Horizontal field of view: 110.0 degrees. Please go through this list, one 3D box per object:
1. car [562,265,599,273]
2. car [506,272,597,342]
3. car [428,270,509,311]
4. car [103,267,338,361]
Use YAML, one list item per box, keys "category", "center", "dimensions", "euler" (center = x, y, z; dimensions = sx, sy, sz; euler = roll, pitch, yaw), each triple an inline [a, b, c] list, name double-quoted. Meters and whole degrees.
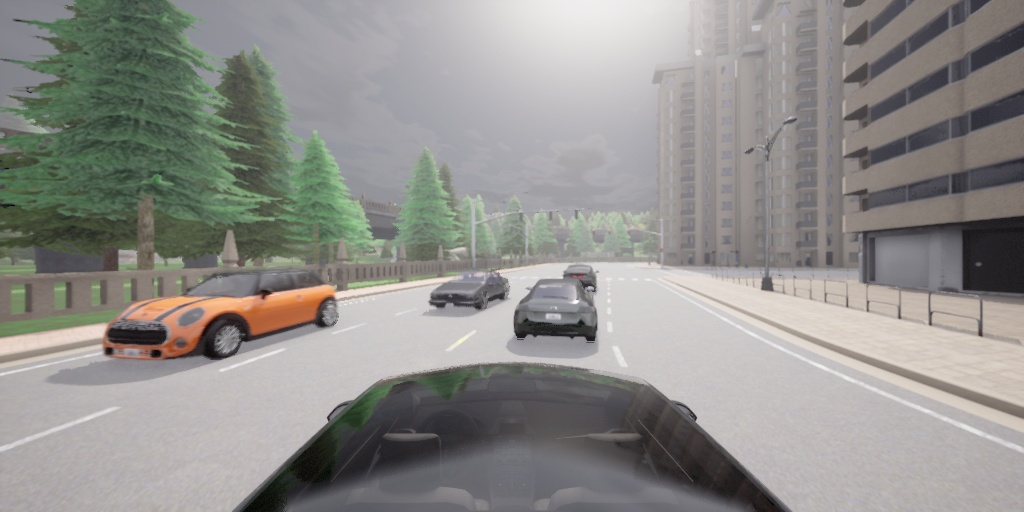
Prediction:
- category: "car"
  center: [3.993, 1.243, 21.014]
  dimensions: [1.837, 1.490, 4.892]
  euler: [0, 0, 14]
- category: "car"
  center: [1.299, 1.310, 9.908]
  dimensions: [1.994, 1.385, 4.181]
  euler: [0, 0, 11]
- category: "car"
  center: [-1.480, 1.291, 14.892]
  dimensions: [2.033, 1.411, 5.357]
  euler: [0, 0, 14]
- category: "car"
  center: [-6.310, 1.101, 8.500]
  dimensions: [2.097, 1.767, 4.553]
  euler: [0, 0, 9]
